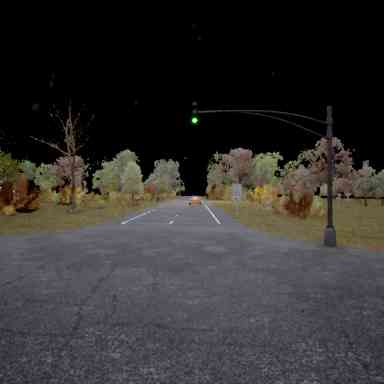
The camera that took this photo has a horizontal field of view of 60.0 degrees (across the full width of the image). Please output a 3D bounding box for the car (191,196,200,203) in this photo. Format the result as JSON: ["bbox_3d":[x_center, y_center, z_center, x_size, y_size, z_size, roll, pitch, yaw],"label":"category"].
[{"bbox_3d":[0.660,1.594,69.623,1.812,1.442,4.674,0,0,1],"label":"car"}]

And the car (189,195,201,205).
[{"bbox_3d":[0.565,1.402,59.590,2.097,1.767,4.553,0,0,1],"label":"car"}]
